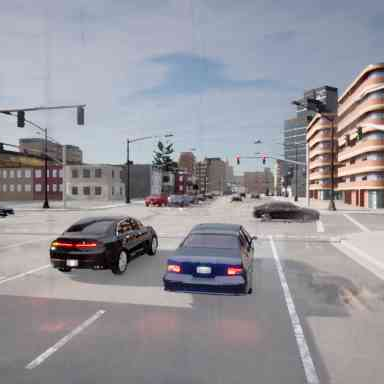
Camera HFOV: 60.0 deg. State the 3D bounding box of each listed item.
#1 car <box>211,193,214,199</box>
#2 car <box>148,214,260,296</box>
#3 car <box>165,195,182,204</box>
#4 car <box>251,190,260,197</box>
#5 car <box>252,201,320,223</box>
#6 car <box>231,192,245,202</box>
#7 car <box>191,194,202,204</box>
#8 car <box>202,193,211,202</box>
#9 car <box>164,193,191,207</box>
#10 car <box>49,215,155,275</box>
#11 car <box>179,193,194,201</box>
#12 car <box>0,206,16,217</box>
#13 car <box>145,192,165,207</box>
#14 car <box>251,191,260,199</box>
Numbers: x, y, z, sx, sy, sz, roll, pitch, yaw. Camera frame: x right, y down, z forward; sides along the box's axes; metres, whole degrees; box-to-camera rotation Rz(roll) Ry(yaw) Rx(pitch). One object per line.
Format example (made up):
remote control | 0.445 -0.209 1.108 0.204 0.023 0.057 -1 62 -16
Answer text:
car | 3.813 0.862 76.189 1.882 1.535 5.008 0 1 11
car | 0.708 1.547 8.860 2.033 1.411 5.357 0 0 11
car | -3.249 1.238 58.822 1.812 1.442 4.674 0 1 12
car | 16.351 0.464 85.546 2.097 1.767 4.553 0 1 11
car | 6.955 1.484 24.892 4.892 1.490 1.837 0 0 10
car | 8.615 1.187 63.798 1.895 1.301 4.718 0 1 11
car | -0.184 1.235 56.299 2.128 1.511 4.902 0 1 11
car | 1.770 1.119 65.949 2.033 1.411 5.357 0 1 12
car | -1.944 1.223 47.389 2.097 1.767 4.553 0 1 11
car | -2.509 1.505 10.604 1.837 1.490 4.892 0 0 11
car | -1.127 1.073 69.196 2.033 1.411 5.357 0 1 11
car | -18.480 1.547 29.368 5.357 1.411 2.033 0 0 10
car | -5.152 1.080 49.265 2.150 2.045 5.566 0 1 11
car | 14.347 0.881 75.342 2.128 1.511 4.902 0 1 11
